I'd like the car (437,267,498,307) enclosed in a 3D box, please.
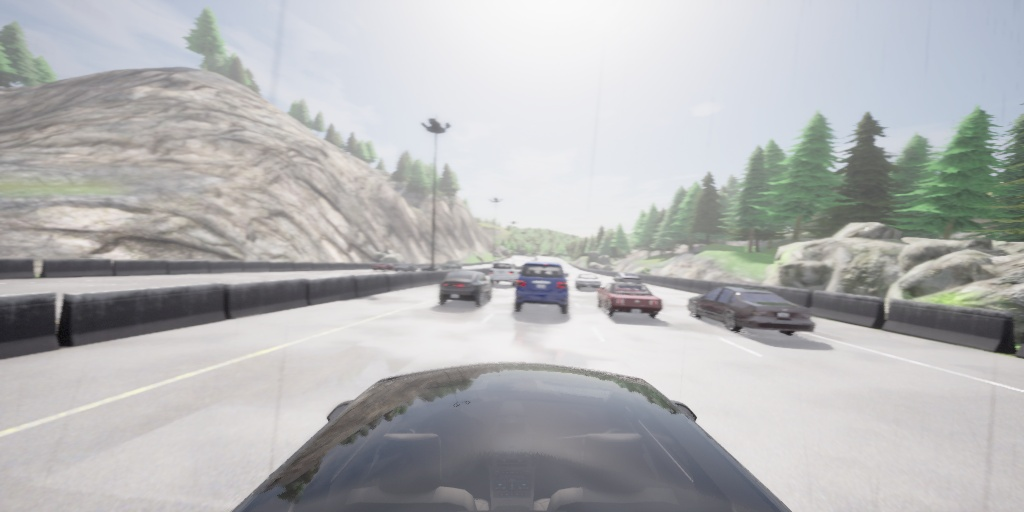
[{"bbox_3d":[-2.054,1.458,16.949,1.837,1.490,4.892,2,-2,6],"label":"car"}]

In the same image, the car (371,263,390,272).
[{"bbox_3d":[-19.509,1.668,54.583,1.895,1.301,4.718,2,-1,6],"label":"car"}]

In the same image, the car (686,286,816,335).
[{"bbox_3d":[8.045,1.797,12.748,2.033,1.411,5.357,2,-1,6],"label":"car"}]

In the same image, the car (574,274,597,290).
[{"bbox_3d":[6.310,2.144,30.321,1.895,1.301,4.718,2,-1,6],"label":"car"}]

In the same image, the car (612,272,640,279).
[{"bbox_3d":[9.933,2.192,31.301,2.128,1.511,4.902,2,-1,6],"label":"car"}]

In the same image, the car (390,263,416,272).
[{"bbox_3d":[-16.013,1.742,54.398,2.033,1.411,5.357,2,-1,6],"label":"car"}]

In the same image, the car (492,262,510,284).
[{"bbox_3d":[-0.596,1.529,31.416,2.150,2.045,5.566,2,-1,6],"label":"car"}]

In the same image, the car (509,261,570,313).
[{"bbox_3d":[1.377,1.289,16.045,2.150,2.045,5.566,2,-1,6],"label":"car"}]

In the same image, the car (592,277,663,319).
[{"bbox_3d":[4.809,1.782,15.367,1.895,1.301,4.718,2,-1,6],"label":"car"}]

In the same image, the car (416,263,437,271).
[{"bbox_3d":[-12.474,1.837,54.641,1.837,1.490,4.892,2,-1,6],"label":"car"}]

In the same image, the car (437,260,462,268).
[{"bbox_3d":[-9.016,1.670,54.010,2.150,2.045,5.566,2,-1,6],"label":"car"}]
